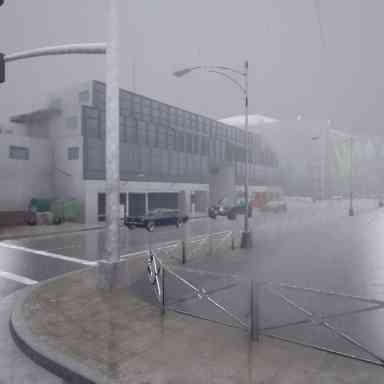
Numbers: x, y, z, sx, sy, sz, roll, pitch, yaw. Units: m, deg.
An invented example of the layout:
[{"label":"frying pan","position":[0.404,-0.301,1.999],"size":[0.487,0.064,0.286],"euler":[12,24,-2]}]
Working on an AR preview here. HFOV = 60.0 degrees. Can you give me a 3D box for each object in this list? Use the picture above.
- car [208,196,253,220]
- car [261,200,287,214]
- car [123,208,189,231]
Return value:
[{"label":"car","position":[3.626,1.399,30.491],"size":[2.150,2.045,5.566],"euler":[0,0,35]},{"label":"car","position":[9.691,1.702,38.964],"size":[1.812,1.442,4.674],"euler":[0,0,36]},{"label":"car","position":[-2.315,1.777,22.159],"size":[1.895,1.301,4.718],"euler":[0,0,35]}]
